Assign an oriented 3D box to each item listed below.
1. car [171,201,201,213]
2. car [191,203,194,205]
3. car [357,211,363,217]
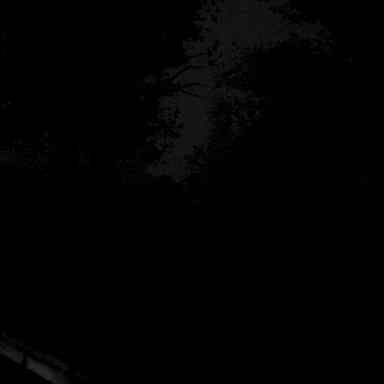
[{"bbox_3d":[-0.839,2.253,51.440,2.097,1.535,5.008,0,0,35],"label":"car"},{"bbox_3d":[1.422,2.260,49.830,2.097,1.535,5.008,0,0,35],"label":"car"},{"bbox_3d":[19.499,2.008,36.924,2.435,2.045,5.566,0,0,35],"label":"car"}]
